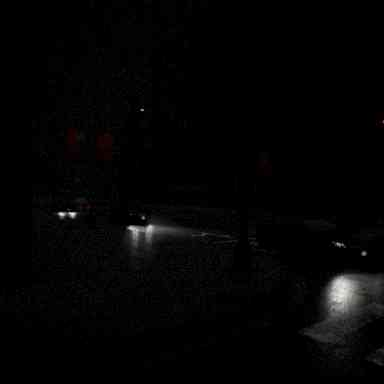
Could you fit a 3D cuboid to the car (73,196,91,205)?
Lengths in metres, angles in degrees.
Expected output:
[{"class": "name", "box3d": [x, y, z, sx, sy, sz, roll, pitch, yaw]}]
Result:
[{"class": "car", "box3d": [-22.011, 1.612, 66.250, 2.097, 1.767, 4.553, 0, 0, -36]}]

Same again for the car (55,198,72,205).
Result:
[{"class": "car", "box3d": [-25.231, 1.857, 65.160, 1.895, 1.301, 4.718, 0, 0, -36]}]

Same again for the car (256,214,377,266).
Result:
[{"class": "car", "box3d": [4.113, 1.540, 11.864, 1.812, 1.442, 4.674, 1, -1, -24]}]

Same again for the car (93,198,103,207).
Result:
[{"class": "car", "box3d": [-16.199, 1.787, 58.147, 1.994, 1.385, 4.181, 0, 0, -35]}]

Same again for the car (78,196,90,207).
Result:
[{"class": "car", "box3d": [-18.959, 1.743, 56.428, 1.812, 1.442, 4.674, 0, 0, -36]}]

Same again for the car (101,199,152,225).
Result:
[{"class": "car", "box3d": [-4.833, 1.570, 25.276, 2.128, 1.511, 4.902, 0, 0, -36]}]

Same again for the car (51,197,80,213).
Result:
[{"class": "car", "box3d": [-15.784, 1.698, 40.562, 2.033, 1.411, 5.357, 0, 0, -35]}]
